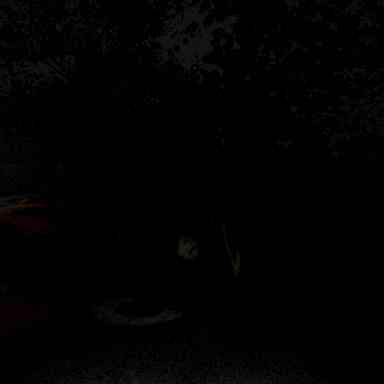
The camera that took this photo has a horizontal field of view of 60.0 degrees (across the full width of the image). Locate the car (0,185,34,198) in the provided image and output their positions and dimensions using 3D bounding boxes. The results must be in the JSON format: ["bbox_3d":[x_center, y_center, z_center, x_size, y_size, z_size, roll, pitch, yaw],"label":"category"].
[{"bbox_3d":[-23.646,-0.080,43.834,5.008,1.535,2.097,1,1,-30],"label":"car"}]

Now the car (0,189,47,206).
[{"bbox_3d":[-16.691,0.485,31.879,4.792,1.488,2.163,1,2,-30],"label":"car"}]

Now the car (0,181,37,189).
[{"bbox_3d":[-15.235,0.325,29.511,5.566,2.045,2.435,1,2,-30],"label":"car"}]

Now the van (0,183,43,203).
[{"bbox_3d":[-18.017,0.110,34.441,4.442,1.987,1.878,1,2,-30],"label":"van"}]

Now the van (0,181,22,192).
[{"bbox_3d":[-34.791,-1.068,63.110,4.442,1.987,1.878,1,1,-30],"label":"van"}]

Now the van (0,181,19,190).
[{"bbox_3d":[-40.384,-1.448,72.668,4.442,1.987,1.878,1,1,-30],"label":"van"}]

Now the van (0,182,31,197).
[{"bbox_3d":[-24.941,-0.399,46.274,4.442,1.987,1.878,1,1,-30],"label":"van"}]

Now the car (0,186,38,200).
[{"bbox_3d":[-20.831,0.149,39.070,4.792,1.488,2.163,1,2,-30],"label":"car"}]

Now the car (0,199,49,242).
[{"bbox_3d":[-6.952,1.284,15.275,5.008,1.535,2.097,1,2,-30],"label":"car"}]

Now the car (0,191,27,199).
[{"bbox_3d":[-8.314,1.040,17.680,4.553,1.767,2.185,1,2,-30],"label":"car"}]

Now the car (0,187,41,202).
[{"bbox_3d":[-19.500,0.251,36.793,4.792,1.488,2.163,1,2,-30],"label":"car"}]

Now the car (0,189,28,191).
[{"bbox_3d":[-12.634,0.807,24.633,5.366,1.575,1.946,1,2,-30],"label":"car"}]

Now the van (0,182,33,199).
[{"bbox_3d":[-22.331,-0.209,41.368,4.442,1.987,1.878,1,2,-31],"label":"van"}]

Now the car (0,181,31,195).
[{"bbox_3d":[-27.861,-0.617,50.979,5.566,2.045,2.435,1,1,-30],"label":"car"}]
